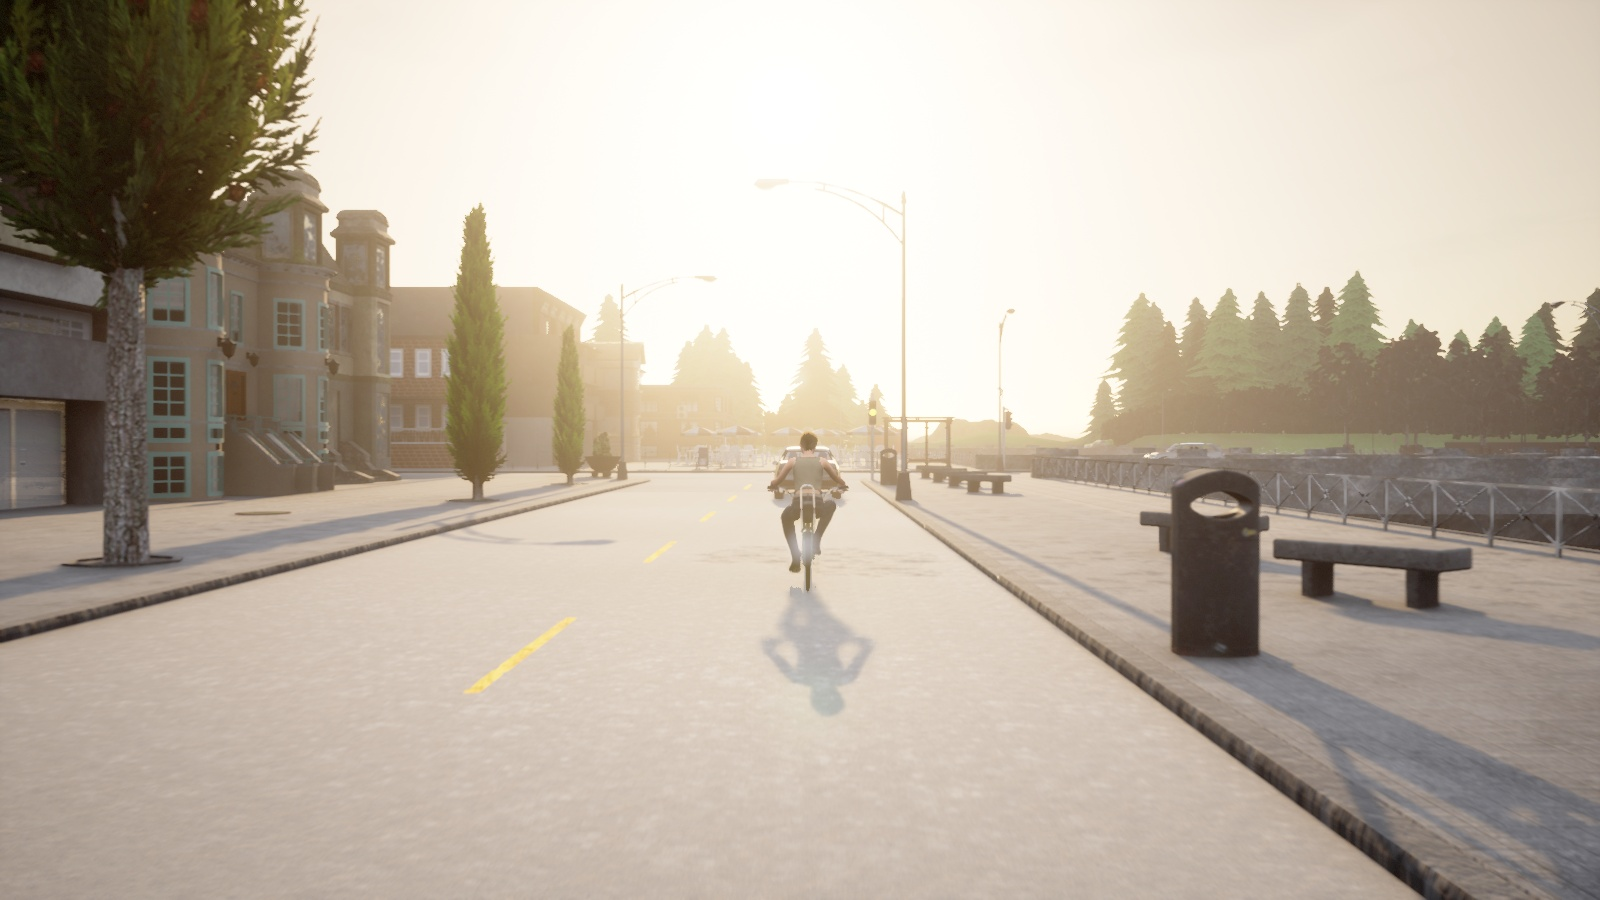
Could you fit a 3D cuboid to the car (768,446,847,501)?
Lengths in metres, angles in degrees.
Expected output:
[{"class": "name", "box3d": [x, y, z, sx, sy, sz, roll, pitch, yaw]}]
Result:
[{"class": "car", "box3d": [0.210, 0.595, 35.240, 2.033, 1.411, 5.357, 0, 0, 0]}]

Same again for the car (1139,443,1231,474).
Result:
[{"class": "car", "box3d": [18.407, 0.387, 60.232, 3.806, 1.475, 1.970, 0, 0, 0]}]

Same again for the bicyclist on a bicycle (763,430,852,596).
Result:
[{"class": "bicyclist on a bicycle", "box3d": [0.083, 0.610, 12.998, 0.866, 1.612, 1.509, 0, 0, 1]}]
